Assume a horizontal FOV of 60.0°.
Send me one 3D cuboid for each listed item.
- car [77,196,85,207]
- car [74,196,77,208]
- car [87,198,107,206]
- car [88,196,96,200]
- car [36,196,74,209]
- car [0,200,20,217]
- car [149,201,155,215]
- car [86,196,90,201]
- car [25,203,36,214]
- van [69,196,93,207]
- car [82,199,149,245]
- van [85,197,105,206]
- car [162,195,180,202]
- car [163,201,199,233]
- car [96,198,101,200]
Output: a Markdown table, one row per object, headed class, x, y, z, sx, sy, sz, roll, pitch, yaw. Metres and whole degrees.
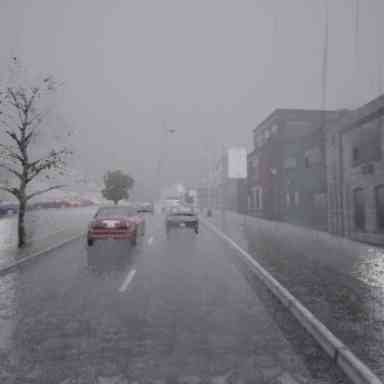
| class | x | y | z | sx | sy | sz | roll | pitch | yaw |
| --- | --- | --- | --- | --- | --- | --- | --- | --- | --- |
| car | -20.836 | 1.813 | 54.537 | 5.366 | 1.575 | 1.946 | 0 | -1 | -26 |
| car | -20.731 | 1.636 | 51.479 | 4.553 | 1.767 | 2.185 | 0 | -1 | -26 |
| car | -24.038 | 2.541 | 84.048 | 4.553 | 1.767 | 2.185 | 0 | -2 | -26 |
| car | -21.881 | 1.768 | 63.354 | 5.566 | 2.045 | 2.435 | 0 | -2 | -26 |
| car | -20.392 | 1.713 | 48.529 | 5.008 | 1.535 | 2.097 | 0 | -1 | -26 |
| car | -18.606 | 1.540 | 30.785 | 5.008 | 1.535 | 2.097 | 0 | 0 | -25 |
| car | -5.014 | 1.679 | 36.214 | 2.033 | 1.411 | 5.357 | 0 | 0 | -5 |
| car | -21.604 | 1.985 | 60.368 | 4.674 | 1.452 | 2.002 | 0 | -2 | -26 |
| car | -18.901 | 1.554 | 33.732 | 5.008 | 1.535 | 2.097 | 0 | 0 | -26 |
| van | -22.102 | 1.873 | 66.348 | 4.442 | 1.987 | 1.878 | 0 | -2 | -26 |
| car | -3.417 | 1.385 | 15.815 | 2.097 | 1.767 | 4.553 | 0 | 0 | -2 |
| van | -23.607 | 2.343 | 81.156 | 4.442 | 1.987 | 1.878 | 0 | -2 | -26 |
| car | -2.681 | 1.436 | 43.018 | 2.150 | 2.045 | 5.566 | 0 | -1 | -6 |
| car | -0.648 | 1.548 | 20.070 | 2.128 | 1.511 | 4.902 | 0 | 0 | -3 |
| car | -22.529 | 1.931 | 69.242 | 5.566 | 2.045 | 2.435 | 0 | -1 | -26 |
